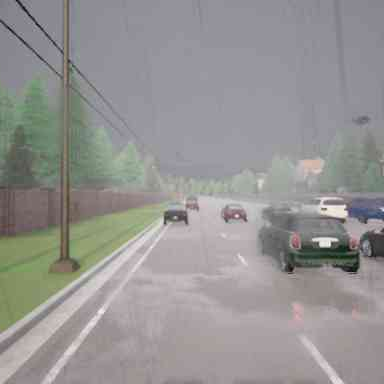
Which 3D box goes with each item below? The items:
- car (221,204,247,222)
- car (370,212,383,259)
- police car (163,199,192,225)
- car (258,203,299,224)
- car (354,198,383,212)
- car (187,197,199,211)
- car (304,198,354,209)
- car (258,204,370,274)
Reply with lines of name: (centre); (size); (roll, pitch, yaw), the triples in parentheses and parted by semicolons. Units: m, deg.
car: (3.603, 1.788, 28.996); (1.812, 1.442, 4.674); (0, -1, 0)
car: (7.107, 1.600, 10.324); (1.837, 1.490, 4.892); (0, 0, 0)
police car: (-1.210, 1.666, 26.647); (1.930, 1.638, 5.238); (0, -1, 0)
car: (7.116, 1.745, 27.942); (2.128, 1.511, 4.902); (0, -1, 0)
car: (14.116, 1.468, 27.129); (2.150, 2.045, 5.566); (0, -1, 0)
car: (0.045, 1.904, 47.200); (1.882, 1.535, 5.008); (0, 0, 0)
car: (10.616, 1.468, 27.181); (2.150, 2.045, 5.566); (0, -1, 0)
car: (3.607, 1.454, 11.126); (2.097, 1.767, 4.553); (0, -1, 0)
